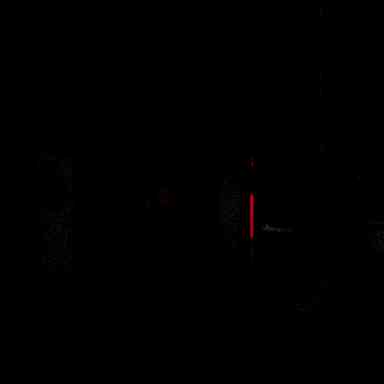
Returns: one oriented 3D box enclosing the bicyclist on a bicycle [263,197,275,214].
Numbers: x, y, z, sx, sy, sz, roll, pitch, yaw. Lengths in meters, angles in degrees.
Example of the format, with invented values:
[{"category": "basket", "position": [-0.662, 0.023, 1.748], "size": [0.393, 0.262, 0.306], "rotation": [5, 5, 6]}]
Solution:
[{"category": "bicyclist on a bicycle", "position": [7.417, 1.344, 32.129], "size": [1.656, 1.620, 0.582], "rotation": [0, 0, -36]}]
